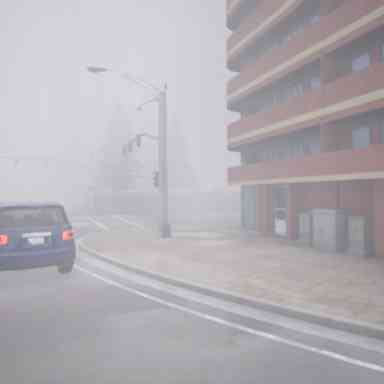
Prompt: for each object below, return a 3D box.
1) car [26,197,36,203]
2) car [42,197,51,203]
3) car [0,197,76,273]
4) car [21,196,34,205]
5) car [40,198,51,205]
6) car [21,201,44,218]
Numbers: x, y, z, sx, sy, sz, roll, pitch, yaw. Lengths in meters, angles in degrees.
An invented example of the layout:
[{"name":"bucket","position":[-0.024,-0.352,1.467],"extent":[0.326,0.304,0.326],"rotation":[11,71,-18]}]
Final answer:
[{"name":"car","position":[-39.649,1.906,81.965],"extent":[1.837,1.490,4.892],"rotation":[0,0,-22]},{"name":"car","position":[-36.407,1.937,83.283],"extent":[2.033,1.411,5.357],"rotation":[0,0,-22]},{"name":"car","position":[-5.282,1.295,10.256],"extent":[2.150,2.045,5.566],"rotation":[0,0,-35]},{"name":"car","position":[-35.767,1.860,72.422],"extent":[2.097,1.767,4.553],"rotation":[0,0,-22]},{"name":"car","position":[-32.535,2.037,73.767],"extent":[2.033,1.411,5.357],"rotation":[0,0,-22]},{"name":"car","position":[-16.526,1.767,34.684],"extent":[1.882,1.535,5.008],"rotation":[0,0,-22]}]
